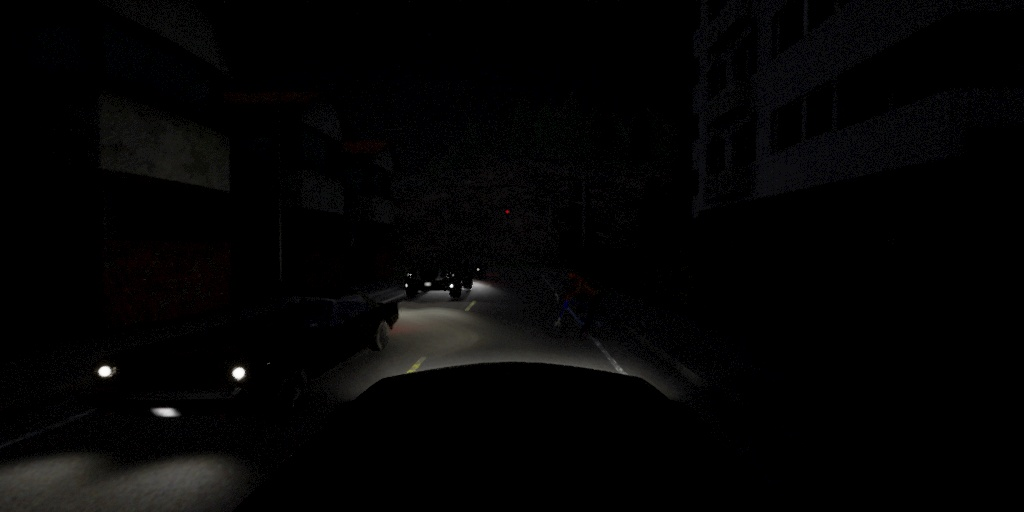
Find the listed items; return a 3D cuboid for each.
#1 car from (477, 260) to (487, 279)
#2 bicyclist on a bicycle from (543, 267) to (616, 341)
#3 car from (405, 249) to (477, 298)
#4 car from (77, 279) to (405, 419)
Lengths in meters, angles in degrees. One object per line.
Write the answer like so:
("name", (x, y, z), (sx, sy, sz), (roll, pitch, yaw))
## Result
("car", (-2.919, 0.938, 26.159), (1.895, 1.301, 4.718), (0, 1, 1))
("bicyclist on a bicycle", (1.512, 1.072, 8.072), (1.656, 1.620, 0.582), (0, 1, 1))
("car", (-3.231, 0.708, 16.870), (2.150, 2.045, 5.566), (0, 1, 2))
("car", (-3.525, 1.268, 5.904), (1.895, 1.301, 4.718), (0, 1, 1))
